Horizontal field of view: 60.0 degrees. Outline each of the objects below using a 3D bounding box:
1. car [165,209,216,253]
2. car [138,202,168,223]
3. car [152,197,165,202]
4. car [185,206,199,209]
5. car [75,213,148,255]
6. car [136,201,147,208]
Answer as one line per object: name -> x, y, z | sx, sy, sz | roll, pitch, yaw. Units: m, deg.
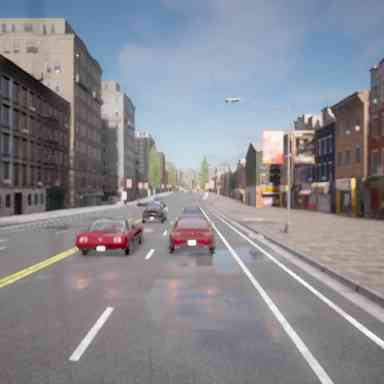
car -> 0.009, 1.691, 14.381 | 1.812, 1.442, 4.674 | 0, -1, 0
car -> -3.236, 1.890, 29.299 | 1.837, 1.490, 4.892 | 0, 0, 0
car -> -6.501, 2.025, 64.564 | 2.150, 2.045, 5.566 | 0, 0, 1
car -> 0.015, 1.946, 29.280 | 1.994, 1.385, 4.181 | 0, -1, 0
car -> -3.243, 1.762, 14.098 | 1.895, 1.301, 4.718 | 0, -1, 0
car -> -9.738, 2.405, 65.159 | 1.895, 1.301, 4.718 | 0, 0, 0
